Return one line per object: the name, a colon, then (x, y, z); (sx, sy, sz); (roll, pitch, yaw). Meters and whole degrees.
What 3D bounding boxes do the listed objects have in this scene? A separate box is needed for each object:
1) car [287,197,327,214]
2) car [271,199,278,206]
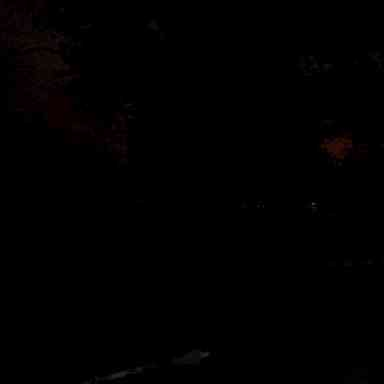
car: (11.958, 1.369, 35.198); (2.097, 1.767, 4.553); (1, 0, -31)
car: (14.962, 1.616, 55.203); (4.902, 1.511, 2.128); (2, -1, -43)
